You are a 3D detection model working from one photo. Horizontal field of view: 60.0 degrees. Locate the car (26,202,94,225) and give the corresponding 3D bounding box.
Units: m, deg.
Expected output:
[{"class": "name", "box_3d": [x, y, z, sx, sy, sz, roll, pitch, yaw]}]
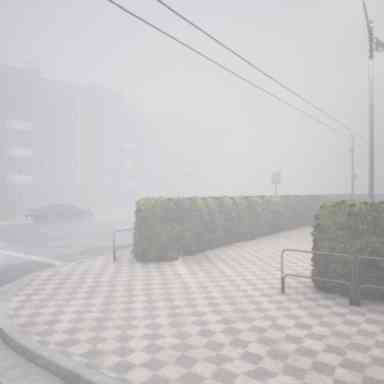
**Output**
[{"class": "car", "box_3d": [-9.500, 1.503, 24.333, 1.837, 1.490, 4.892, 0, 0, 36]}]
